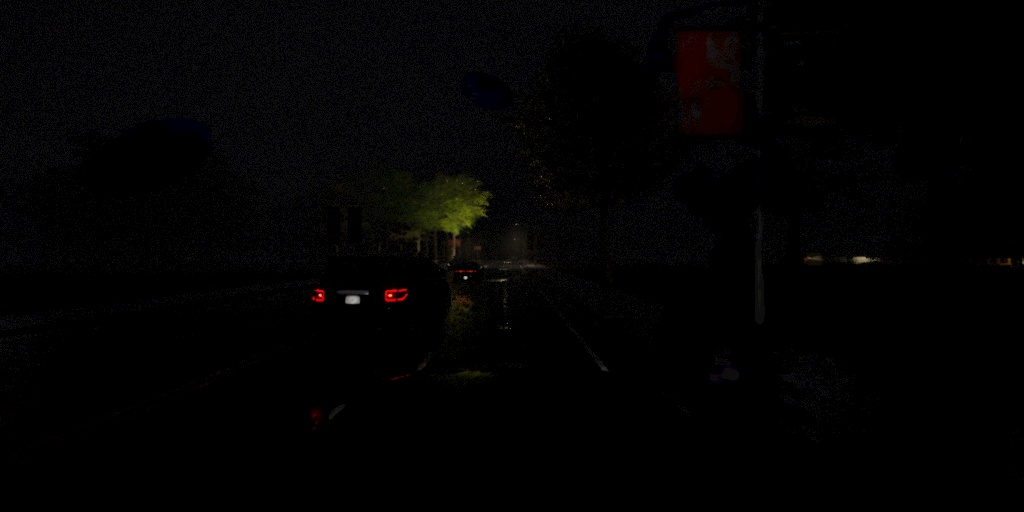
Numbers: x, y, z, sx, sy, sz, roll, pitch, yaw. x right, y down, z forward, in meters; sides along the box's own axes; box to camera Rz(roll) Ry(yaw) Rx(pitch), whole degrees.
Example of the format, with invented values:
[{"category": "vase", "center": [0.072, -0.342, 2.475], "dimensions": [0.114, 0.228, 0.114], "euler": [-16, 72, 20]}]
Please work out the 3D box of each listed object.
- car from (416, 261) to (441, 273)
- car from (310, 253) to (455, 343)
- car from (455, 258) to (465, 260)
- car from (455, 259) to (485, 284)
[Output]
[{"category": "car", "center": [-9.831, 1.273, 42.748], "dimensions": [1.895, 1.301, 4.718], "euler": [0, 0, 0]}, {"category": "car", "center": [-3.148, 0.955, 9.767], "dimensions": [2.150, 2.045, 5.566], "euler": [0, 0, 0]}, {"category": "car", "center": [-6.575, 1.023, 43.709], "dimensions": [2.097, 1.767, 4.553], "euler": [0, 0, 0]}, {"category": "car", "center": [-3.145, 1.204, 26.656], "dimensions": [1.837, 1.490, 4.892], "euler": [0, 0, 0]}]
